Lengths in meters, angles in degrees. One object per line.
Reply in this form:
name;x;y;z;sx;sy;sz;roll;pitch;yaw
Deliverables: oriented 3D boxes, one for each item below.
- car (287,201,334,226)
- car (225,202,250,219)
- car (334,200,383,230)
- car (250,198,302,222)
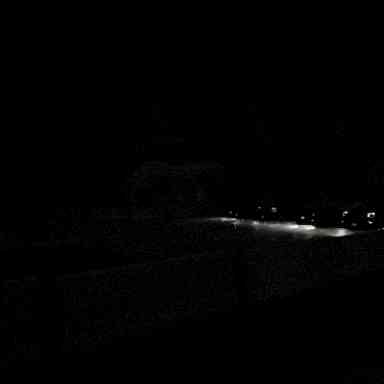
car;8.997;1.525;23.284;4.181;1.385;1.994;0;0;-35
car;4.859;1.524;28.931;4.181;1.385;1.994;0;0;-35
car;11.230;1.314;20.578;4.553;1.767;2.097;0;0;-35
car;7.119;1.313;26.244;4.553;1.767;2.097;0;0;-35
